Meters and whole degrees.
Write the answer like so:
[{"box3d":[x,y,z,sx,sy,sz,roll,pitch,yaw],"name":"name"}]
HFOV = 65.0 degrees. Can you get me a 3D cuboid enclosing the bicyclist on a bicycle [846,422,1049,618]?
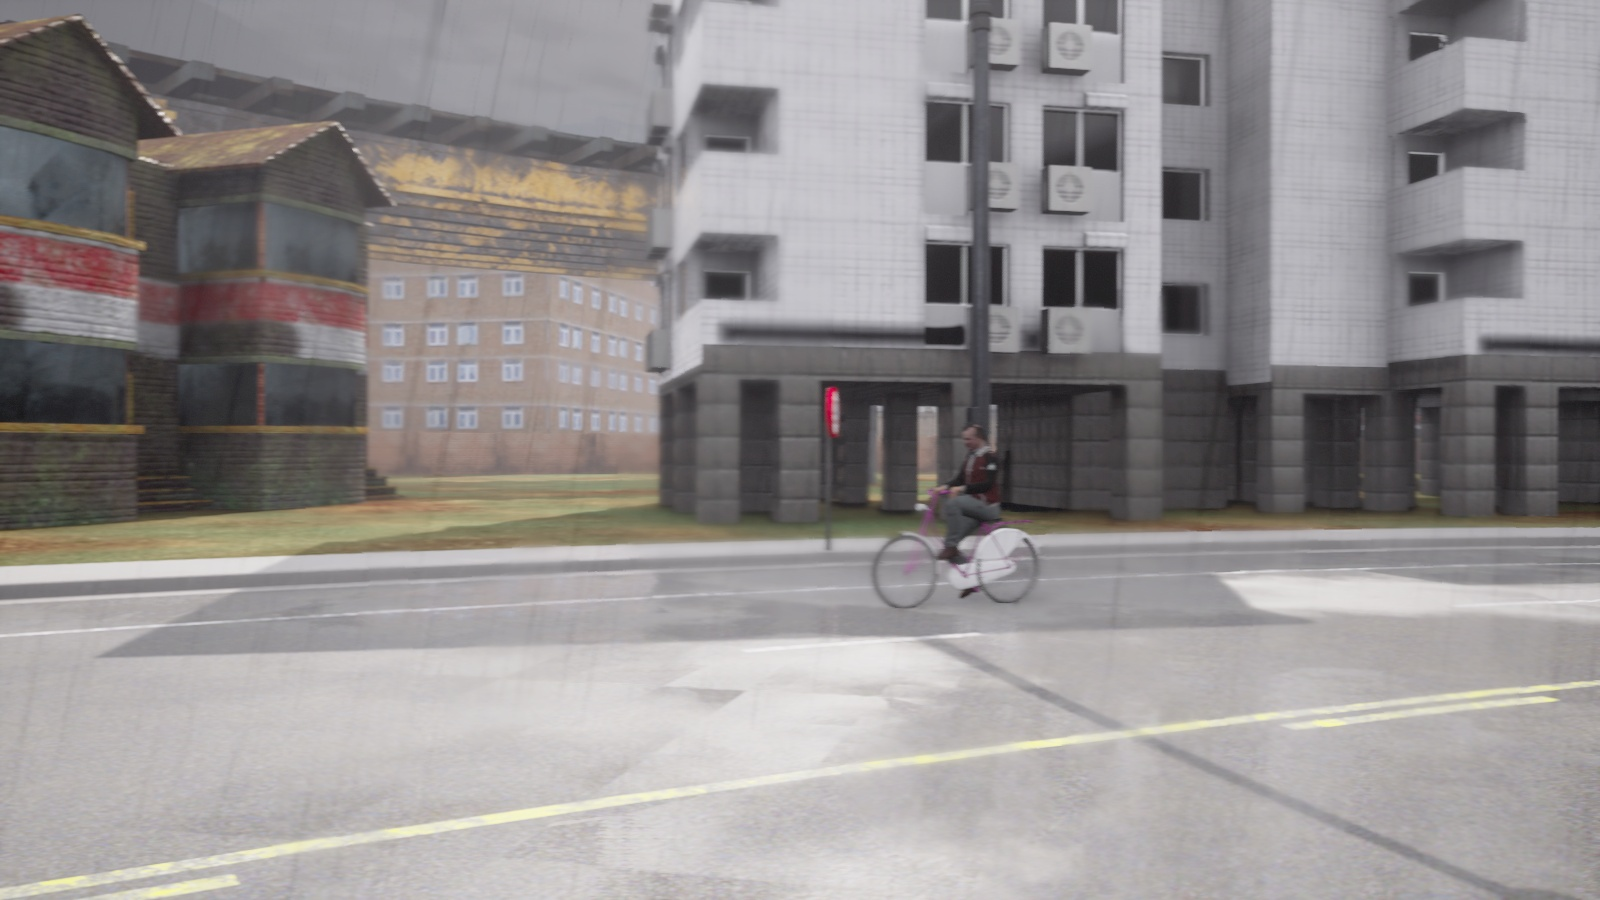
[{"box3d":[1.414,0.631,12.028,1.843,1.776,0.659,0,0,-23],"name":"bicyclist on a bicycle"}]
